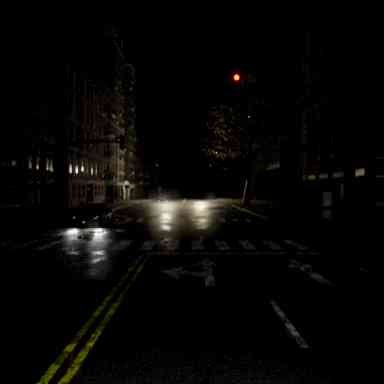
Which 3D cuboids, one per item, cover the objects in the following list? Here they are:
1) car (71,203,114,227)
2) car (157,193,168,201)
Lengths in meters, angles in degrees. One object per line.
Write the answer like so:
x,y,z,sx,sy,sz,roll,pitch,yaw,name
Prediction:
-6.498,1.506,22.289,1.812,1.442,4.674,0,1,0,car
-6.510,0.981,74.050,2.097,1.767,4.553,0,0,0,car
